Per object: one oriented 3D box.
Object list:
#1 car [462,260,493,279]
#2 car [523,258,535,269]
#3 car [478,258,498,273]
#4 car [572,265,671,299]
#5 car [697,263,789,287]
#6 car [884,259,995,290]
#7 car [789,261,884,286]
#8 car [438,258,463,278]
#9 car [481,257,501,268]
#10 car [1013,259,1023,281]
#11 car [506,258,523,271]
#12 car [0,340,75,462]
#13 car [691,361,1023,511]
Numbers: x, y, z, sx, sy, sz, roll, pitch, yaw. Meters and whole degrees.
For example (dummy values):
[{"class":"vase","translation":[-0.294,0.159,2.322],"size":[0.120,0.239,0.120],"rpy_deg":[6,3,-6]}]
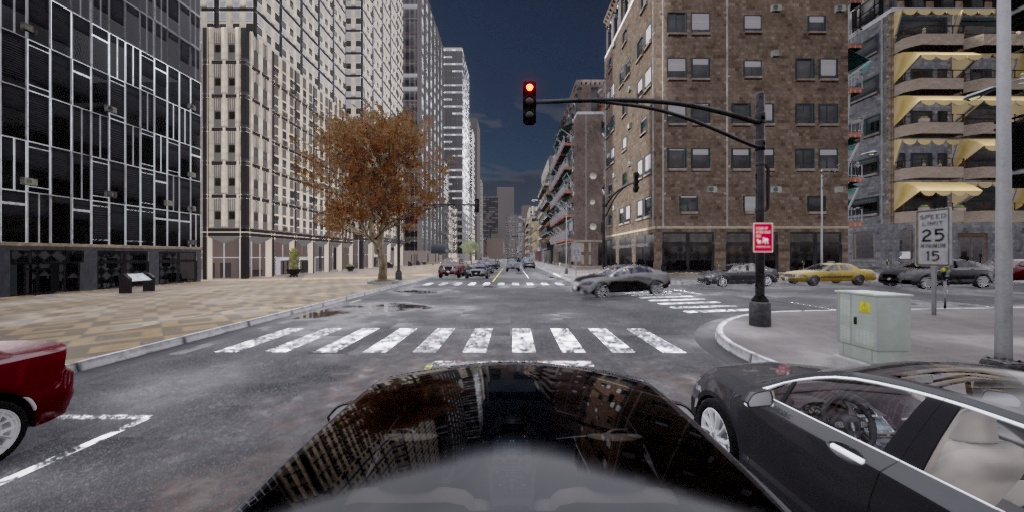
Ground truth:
[{"class":"car","translation":[-3.082,1.326,32.874],"size":[1.994,1.385,4.181],"rpy_deg":[0,0,1]},{"class":"car","translation":[2.706,1.348,56.481],"size":[1.948,1.339,4.313],"rpy_deg":[0,0,0]},{"class":"car","translation":[-3.088,1.317,42.259],"size":[2.033,1.411,5.357],"rpy_deg":[0,0,0]},{"class":"car","translation":[5.401,1.202,17.802],"size":[4.902,1.511,2.128],"rpy_deg":[-2,0,-13]},{"class":"car","translation":[13.441,1.095,21.415],"size":[4.403,1.370,2.007],"rpy_deg":[0,0,-1]},{"class":"car","translation":[22.276,0.928,18.912],"size":[4.892,1.490,1.837],"rpy_deg":[-1,0,-1]},{"class":"car","translation":[18.838,0.992,21.468],"size":[4.829,1.417,1.751],"rpy_deg":[0,0,-1]},{"class":"car","translation":[-5.682,1.078,34.393],"size":[2.192,1.841,5.009],"rpy_deg":[0,0,0]},{"class":"car","translation":[-3.074,1.130,52.408],"size":[2.097,1.767,4.553],"rpy_deg":[0,0,0]},{"class":"car","translation":[30.142,0.858,21.580],"size":[4.507,1.381,1.888],"rpy_deg":[0,0,-1]},{"class":"car","translation":[0.121,1.323,49.772],"size":[2.033,1.411,5.357],"rpy_deg":[0,0,0]},{"class":"car","translation":[-5.691,1.295,2.005],"size":[1.888,1.381,4.507],"rpy_deg":[0,0,0]},{"class":"car","translation":[2.689,1.300,2.002],"size":[2.007,1.370,4.403],"rpy_deg":[0,0,0]}]
